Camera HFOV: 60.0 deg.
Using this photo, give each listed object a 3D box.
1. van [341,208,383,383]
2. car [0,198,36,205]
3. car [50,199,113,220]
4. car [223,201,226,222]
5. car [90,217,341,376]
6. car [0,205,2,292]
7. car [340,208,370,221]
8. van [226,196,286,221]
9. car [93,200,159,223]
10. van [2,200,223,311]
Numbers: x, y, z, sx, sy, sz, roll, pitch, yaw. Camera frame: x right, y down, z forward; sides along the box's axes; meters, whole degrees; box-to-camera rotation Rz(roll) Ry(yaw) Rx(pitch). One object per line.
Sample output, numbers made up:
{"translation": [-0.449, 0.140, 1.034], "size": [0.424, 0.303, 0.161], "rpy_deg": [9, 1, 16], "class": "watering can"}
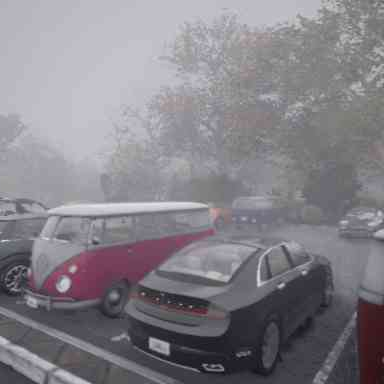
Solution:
{"translation": [3.382, 1.241, 4.181], "size": [1.878, 1.987, 4.442], "rpy_deg": [0, 0, 35], "class": "van"}
{"translation": [-5.799, 1.190, 10.617], "size": [2.435, 2.045, 5.566], "rpy_deg": [0, 0, 36], "class": "car"}
{"translation": [-9.583, 1.460, 29.353], "size": [2.097, 1.535, 5.008], "rpy_deg": [0, 0, 36], "class": "car"}
{"translation": [1.732, 1.315, 21.238], "size": [2.185, 1.767, 4.553], "rpy_deg": [0, 0, 36], "class": "car"}
{"translation": [1.028, 1.461, 5.708], "size": [2.231, 1.521, 4.892], "rpy_deg": [0, 0, 35], "class": "car"}
{"translation": [-3.553, 1.319, 8.941], "size": [2.185, 1.767, 4.553], "rpy_deg": [0, 0, 35], "class": "car"}
{"translation": [8.549, 1.499, 16.413], "size": [2.002, 1.452, 4.674], "rpy_deg": [0, 0, 35], "class": "car"}
{"translation": [4.081, 1.218, 19.743], "size": [1.878, 1.987, 4.442], "rpy_deg": [0, 0, 36], "class": "van"}
{"translation": [-5.047, 1.442, 26.124], "size": [2.097, 1.535, 5.008], "rpy_deg": [0, 0, 36], "class": "car"}
{"translation": [-1.319, 1.227, 7.245], "size": [1.878, 1.987, 4.442], "rpy_deg": [0, 0, 35], "class": "van"}
